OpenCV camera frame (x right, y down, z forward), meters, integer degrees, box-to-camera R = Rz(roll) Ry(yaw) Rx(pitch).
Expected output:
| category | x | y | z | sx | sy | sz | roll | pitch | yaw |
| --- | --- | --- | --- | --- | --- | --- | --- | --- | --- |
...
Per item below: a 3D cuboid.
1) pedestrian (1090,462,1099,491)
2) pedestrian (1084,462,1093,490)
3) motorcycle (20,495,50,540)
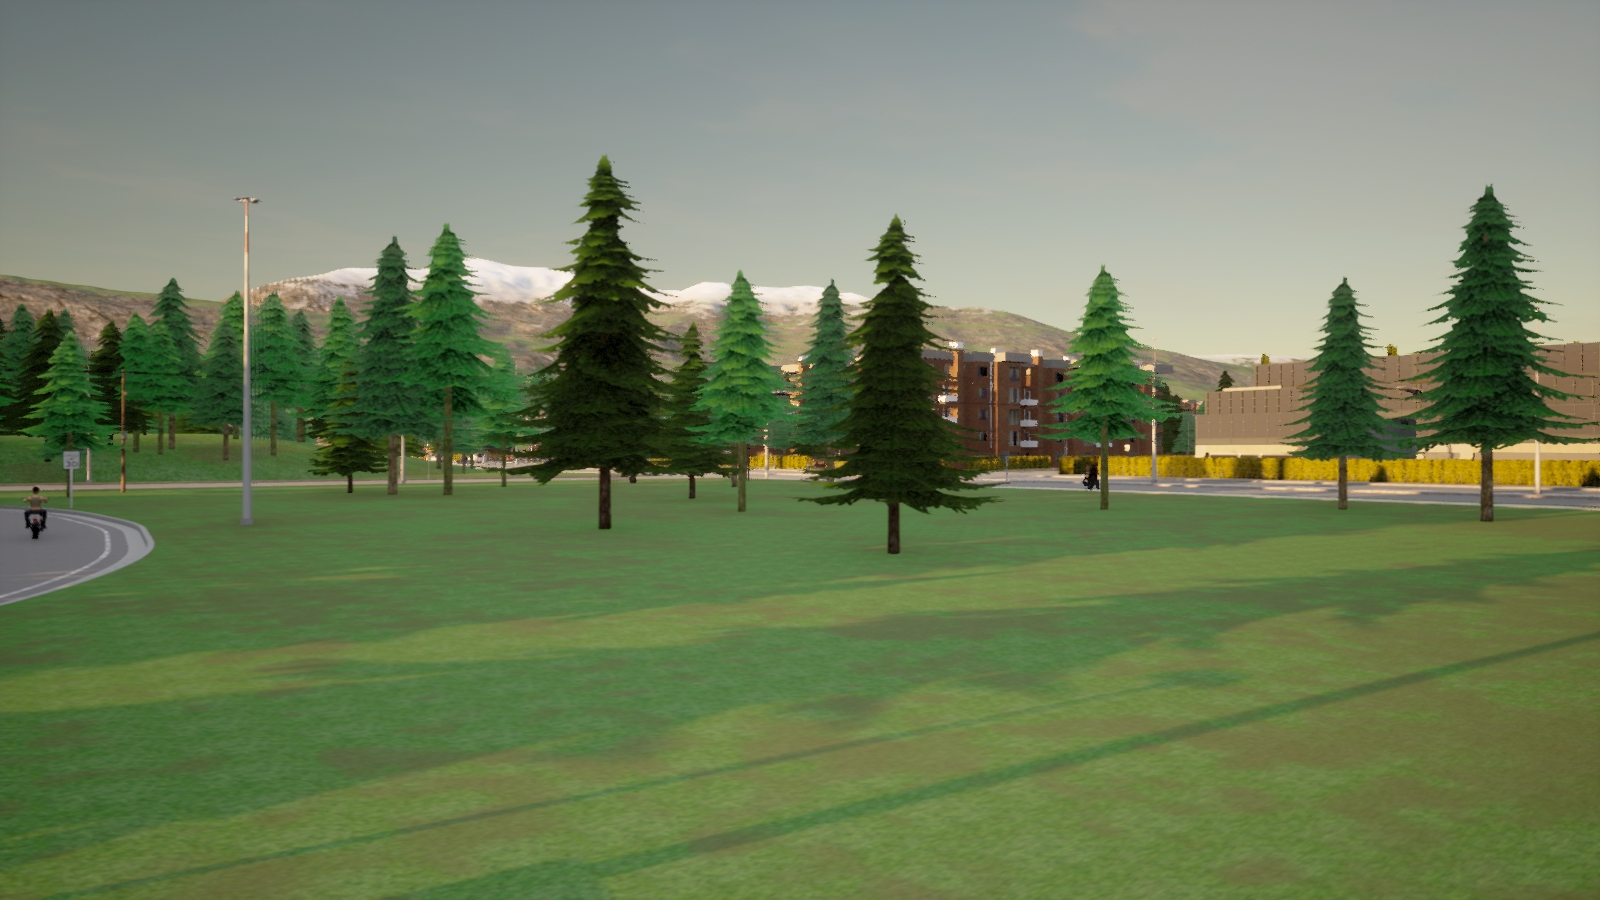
| category | x | y | z | sx | sy | sz | roll | pitch | yaw |
| --- | --- | --- | --- | --- | --- | --- | --- | --- | --- |
| pedestrian | 19.117 | 1.696 | 74.132 | 0.375 | 1.860 | 0.375 | 0 | 0 | -33 |
| pedestrian | 19.020 | 1.696 | 75.310 | 0.375 | 1.860 | 0.375 | 0 | 0 | -33 |
| motorcycle | -24.735 | 2.155 | 36.971 | 0.764 | 1.307 | 2.356 | 0 | 0 | -33 |
